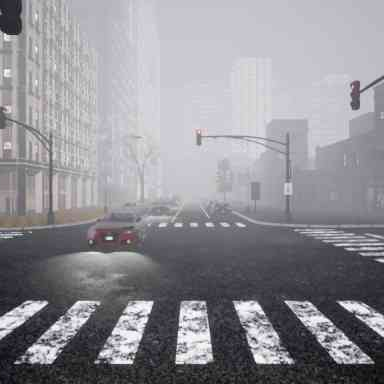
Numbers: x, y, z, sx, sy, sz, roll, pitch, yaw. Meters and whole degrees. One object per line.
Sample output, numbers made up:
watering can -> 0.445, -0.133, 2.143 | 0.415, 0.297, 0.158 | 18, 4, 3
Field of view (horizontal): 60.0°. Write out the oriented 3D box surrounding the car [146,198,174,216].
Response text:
car -> -3.117, 1.573, 32.884 | 1.994, 1.385, 4.181 | 0, 0, 0

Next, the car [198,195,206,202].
car -> 2.647, 1.600, 75.187 | 2.008, 1.369, 4.403 | 0, 0, 0

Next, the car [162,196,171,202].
car -> -5.734, 1.631, 75.181 | 1.802, 1.307, 4.206 | 0, 0, 0

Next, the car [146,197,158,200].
car -> -5.714, 1.541, 41.767 | 1.752, 1.417, 4.829 | 0, 0, 0

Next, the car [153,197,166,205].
car -> -5.724, 1.594, 58.559 | 1.947, 1.339, 4.313 | 0, 0, 0

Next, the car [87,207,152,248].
car -> -3.108, 1.566, 14.538 | 1.994, 1.385, 4.181 | 0, 0, 0

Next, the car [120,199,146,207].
car -> -5.707, 1.591, 30.855 | 1.802, 1.307, 4.206 | 0, 0, 0

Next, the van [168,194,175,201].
van -> -5.743, 1.414, 91.805 | 1.690, 1.788, 3.998 | 0, 0, 0

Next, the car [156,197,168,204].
car -> -5.727, 1.600, 64.101 | 1.947, 1.339, 4.313 | 0, 0, 0

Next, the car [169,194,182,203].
car -> -3.037, 1.319, 65.159 | 1.882, 1.535, 5.008 | 0, 0, 0

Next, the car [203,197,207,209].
car -> 2.667, 1.598, 41.943 | 1.802, 1.307, 4.206 | 0, 0, 0

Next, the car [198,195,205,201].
car -> 2.637, 1.639, 91.810 | 1.947, 1.339, 4.313 | 0, 0, 0

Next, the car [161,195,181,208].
car -> -3.120, 1.585, 49.329 | 1.994, 1.385, 4.181 | 0, 0, 0

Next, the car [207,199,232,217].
car -> 2.674, 1.554, 30.860 | 1.887, 1.381, 4.507 | 0, 0, 0
